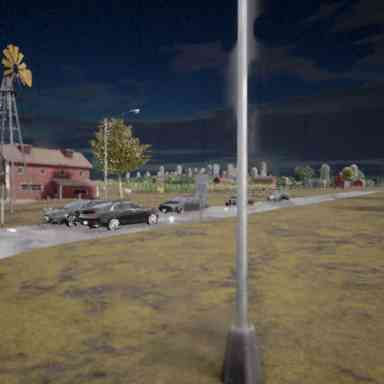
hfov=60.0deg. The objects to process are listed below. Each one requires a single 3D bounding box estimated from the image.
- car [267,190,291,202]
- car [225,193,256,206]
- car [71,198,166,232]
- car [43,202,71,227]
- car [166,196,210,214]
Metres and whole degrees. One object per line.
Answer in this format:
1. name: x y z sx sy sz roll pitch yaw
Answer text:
1. car: 11.728 0.526 44.852 2.128 1.511 4.902 1 2 36
2. car: 5.277 0.829 36.042 1.994 1.385 4.181 1 2 36
3. car: -3.878 1.224 18.533 1.837 1.490 4.892 1 2 36
4. car: -6.404 1.170 20.017 1.837 1.490 4.892 1 2 37
5. car: -0.584 1.016 27.979 2.033 1.411 5.357 1 2 36
